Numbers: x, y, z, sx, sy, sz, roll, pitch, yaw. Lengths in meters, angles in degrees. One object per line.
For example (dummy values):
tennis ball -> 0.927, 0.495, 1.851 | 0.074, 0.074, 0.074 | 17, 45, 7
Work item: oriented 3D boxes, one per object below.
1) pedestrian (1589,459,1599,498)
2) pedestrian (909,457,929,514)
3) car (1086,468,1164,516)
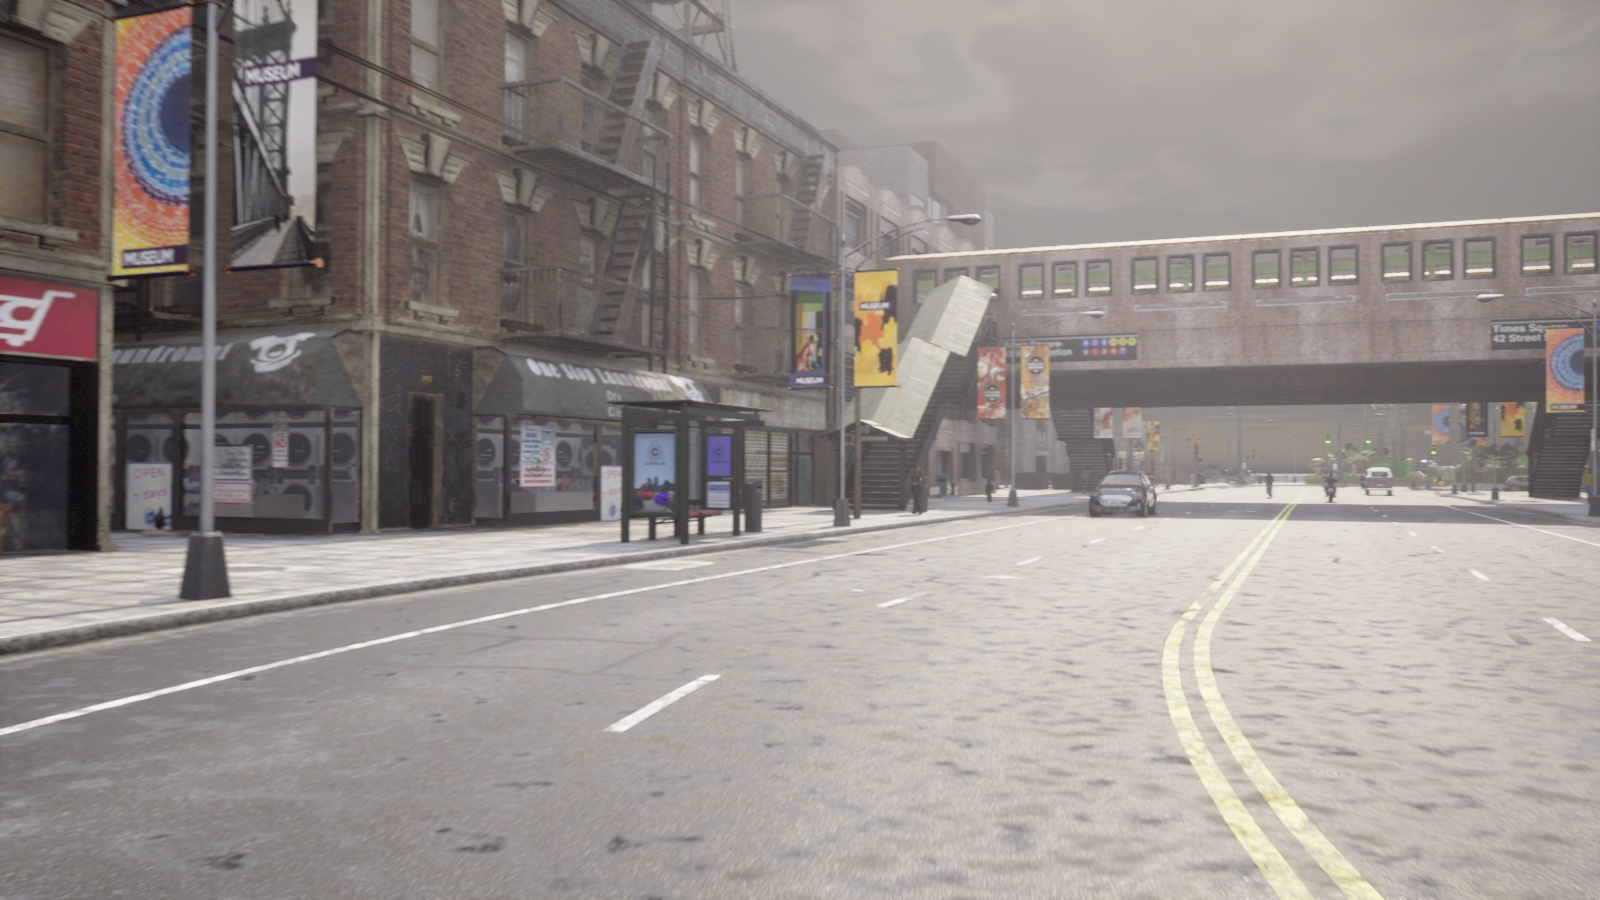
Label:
pedestrian -> 38.182, 1.378, 60.368 | 0.354, 1.836, 0.706 | -1, -1, 25
pedestrian -> 3.852, 1.140, 40.538 | 0.328, 1.805, 0.869 | -1, -1, 29
car -> 11.770, 1.471, 45.229 | 2.033, 1.649, 4.856 | -1, -1, 23
